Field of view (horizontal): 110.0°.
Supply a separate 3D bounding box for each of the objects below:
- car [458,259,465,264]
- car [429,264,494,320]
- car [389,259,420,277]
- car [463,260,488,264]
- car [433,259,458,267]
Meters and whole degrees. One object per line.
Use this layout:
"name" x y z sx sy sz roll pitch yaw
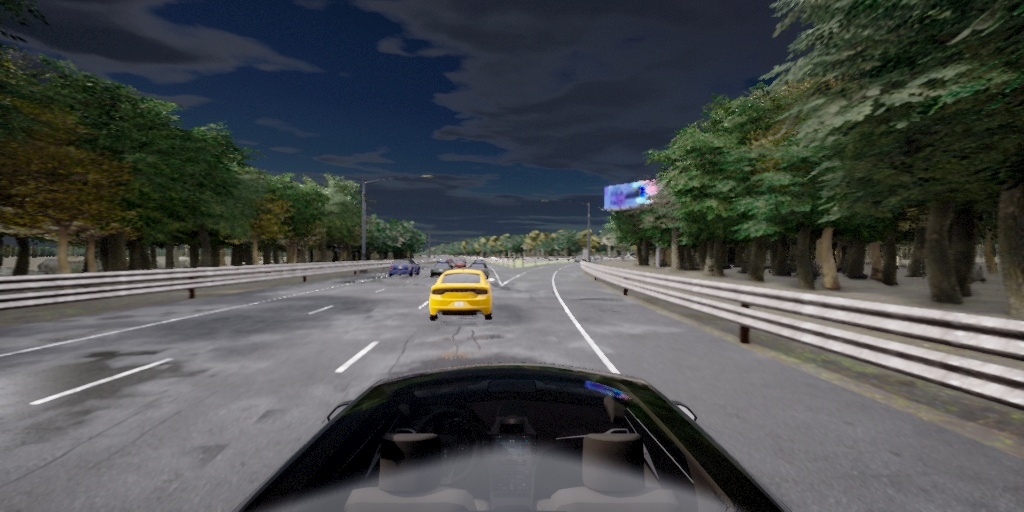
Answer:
"car" -8.736 1.292 60.313 1.994 1.385 4.181 0 0 -6
"car" -1.669 1.208 12.663 1.882 1.535 5.008 0 0 -4
"car" -10.045 1.038 33.853 2.097 1.767 4.553 0 0 -4
"car" -2.934 1.271 31.082 1.994 1.385 4.181 0 0 -4
"car" -6.578 1.257 34.446 1.994 1.385 4.181 0 0 -4
